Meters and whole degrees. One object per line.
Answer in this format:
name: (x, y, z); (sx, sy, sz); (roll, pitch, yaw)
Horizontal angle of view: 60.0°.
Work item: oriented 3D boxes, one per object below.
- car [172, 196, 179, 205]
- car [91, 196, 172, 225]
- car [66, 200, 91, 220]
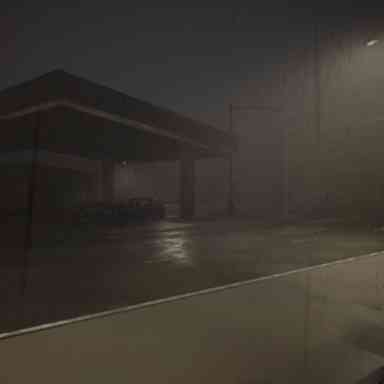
car: (-4.809, 1.421, 57.708); (1.812, 1.442, 4.674); (0, 0, -36)
car: (-4.087, 1.253, 22.701); (4.611, 1.667, 2.242); (0, 0, -35)
car: (-8.042, 1.403, 26.937); (3.806, 1.475, 1.970); (0, 0, -35)
